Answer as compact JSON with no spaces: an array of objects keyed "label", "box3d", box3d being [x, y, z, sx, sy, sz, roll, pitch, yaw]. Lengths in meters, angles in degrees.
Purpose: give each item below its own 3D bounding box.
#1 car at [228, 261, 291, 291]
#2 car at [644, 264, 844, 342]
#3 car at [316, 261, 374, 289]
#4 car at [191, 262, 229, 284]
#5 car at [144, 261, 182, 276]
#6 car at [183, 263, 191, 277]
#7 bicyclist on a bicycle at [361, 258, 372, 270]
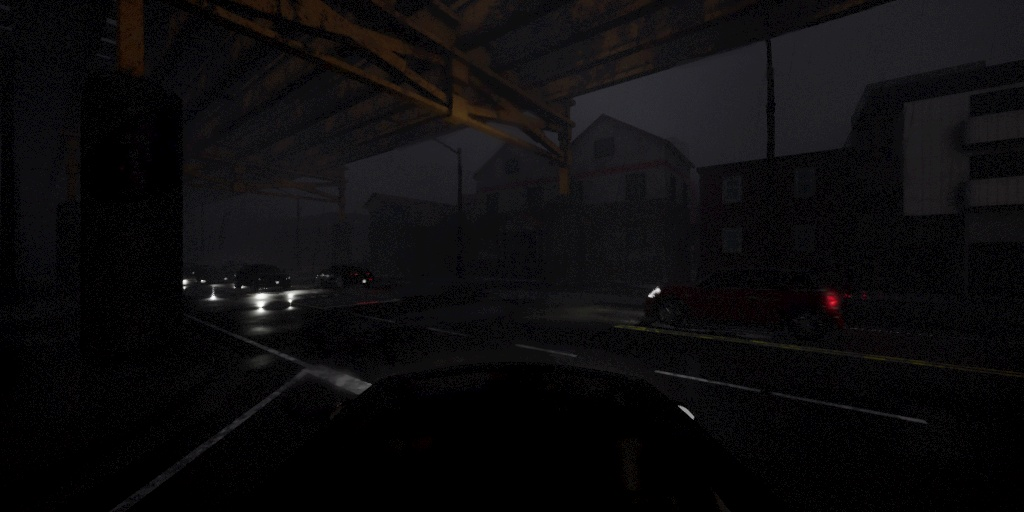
[{"label":"car","box3d":[-15.215,1.253,21.795,4.892,1.490,1.837,0,0,38]},{"label":"car","box3d":[6.181,1.100,10.074,4.553,1.767,2.097,0,0,37]},{"label":"car","box3d":[-10.764,1.252,22.980,4.892,1.490,1.837,0,0,38]},{"label":"car","box3d":[-22.565,1.348,27.426,4.718,1.301,1.895,0,0,38]},{"label":"car","box3d":[-36.742,1.251,37.742,4.892,1.490,1.837,0,0,33]},{"label":"car","box3d":[-29.601,1.311,32.744,4.181,1.385,1.994,0,0,37]},{"label":"bicyclist on a bicycle","box3d":[-14.376,1.050,34.970,0.582,1.620,1.656,0,0,37]}]
